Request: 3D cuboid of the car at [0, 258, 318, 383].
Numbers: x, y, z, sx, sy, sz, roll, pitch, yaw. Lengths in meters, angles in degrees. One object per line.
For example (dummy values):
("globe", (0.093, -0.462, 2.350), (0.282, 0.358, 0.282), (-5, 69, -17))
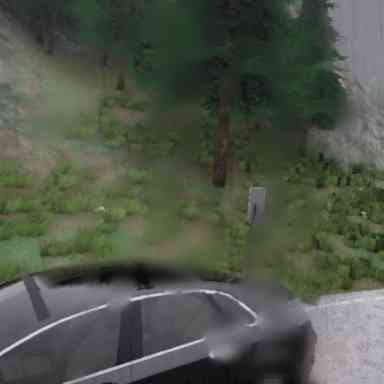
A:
("car", (-1.013, 1.448, 2.830), (4.892, 1.490, 1.837), (1, 1, -32))
